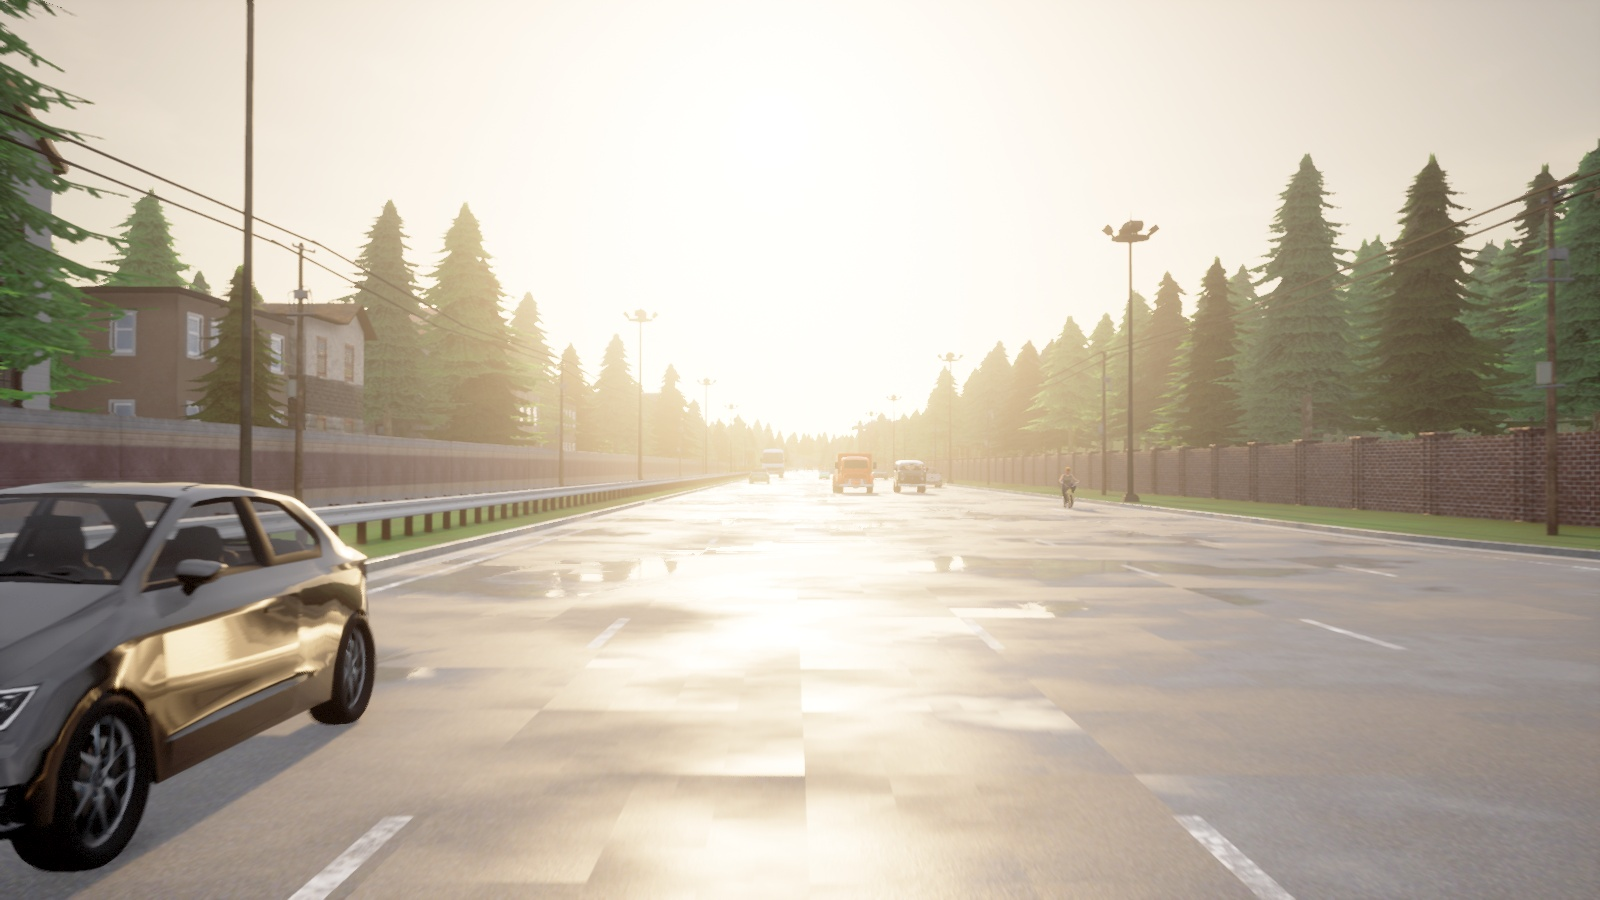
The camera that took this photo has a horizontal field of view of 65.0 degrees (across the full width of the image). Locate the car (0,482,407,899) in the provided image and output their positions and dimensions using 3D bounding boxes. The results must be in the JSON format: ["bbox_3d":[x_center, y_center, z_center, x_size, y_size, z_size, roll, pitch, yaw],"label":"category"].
[{"bbox_3d":[-3.515,0.924,6.248,1.816,1.474,4.193,0,-1,0],"label":"car"}]

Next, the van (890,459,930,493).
[{"bbox_3d":[6.815,1.592,78.429,2.069,2.038,4.480,0,-1,0],"label":"van"}]

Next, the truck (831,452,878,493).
[{"bbox_3d":[3.317,1.378,77.155,2.627,2.467,5.204,0,-1,0],"label":"truck"}]
